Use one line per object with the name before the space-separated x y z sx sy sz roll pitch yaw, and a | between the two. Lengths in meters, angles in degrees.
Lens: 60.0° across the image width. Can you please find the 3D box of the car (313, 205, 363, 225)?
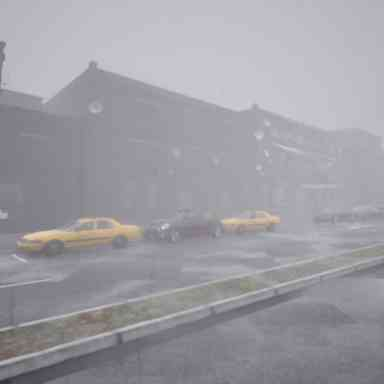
car | 12.481 1.967 29.117 4.892 1.521 2.231 0 -2 -39

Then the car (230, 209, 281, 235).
car | 3.734 1.918 22.056 5.366 1.575 1.946 0 -2 -39

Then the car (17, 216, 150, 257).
car | -4.867 1.873 15.115 5.366 1.575 1.946 0 -2 -39

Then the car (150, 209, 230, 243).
car | -0.401 1.774 18.726 4.553 1.767 2.185 0 -2 -39

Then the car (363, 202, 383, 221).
car | 16.777 2.028 32.585 4.674 1.452 2.002 0 -2 -39
